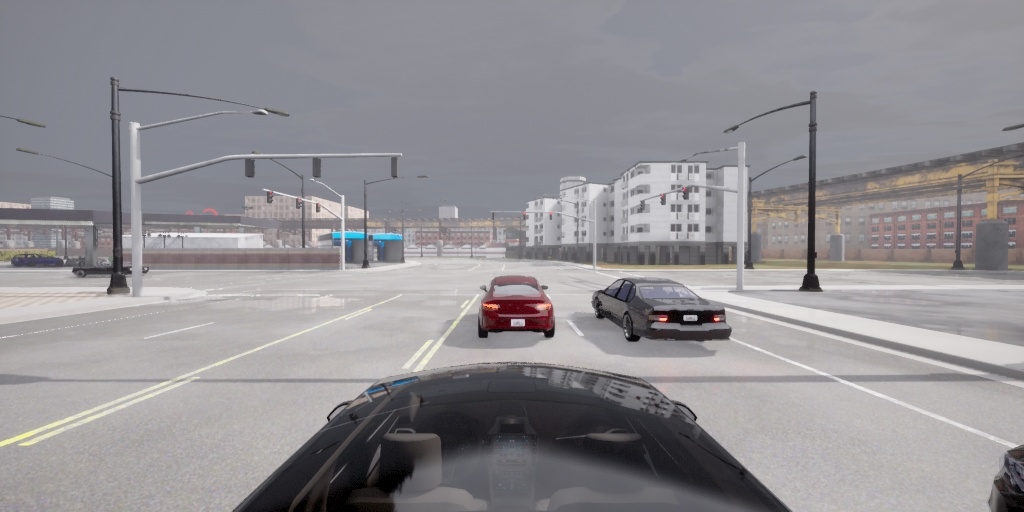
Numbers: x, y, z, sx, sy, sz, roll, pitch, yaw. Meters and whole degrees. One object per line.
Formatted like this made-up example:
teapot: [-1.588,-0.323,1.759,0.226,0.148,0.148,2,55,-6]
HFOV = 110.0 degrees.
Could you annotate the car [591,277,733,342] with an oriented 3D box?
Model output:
car: [3.580,1.283,9.716,2.033,1.411,5.357,0,0,0]

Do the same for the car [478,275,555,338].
car: [0.069,1.257,10.000,1.812,1.442,4.674,0,0,-1]

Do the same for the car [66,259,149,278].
car: [-33.772,1.137,30.184,4.718,1.301,1.895,0,1,-1]
